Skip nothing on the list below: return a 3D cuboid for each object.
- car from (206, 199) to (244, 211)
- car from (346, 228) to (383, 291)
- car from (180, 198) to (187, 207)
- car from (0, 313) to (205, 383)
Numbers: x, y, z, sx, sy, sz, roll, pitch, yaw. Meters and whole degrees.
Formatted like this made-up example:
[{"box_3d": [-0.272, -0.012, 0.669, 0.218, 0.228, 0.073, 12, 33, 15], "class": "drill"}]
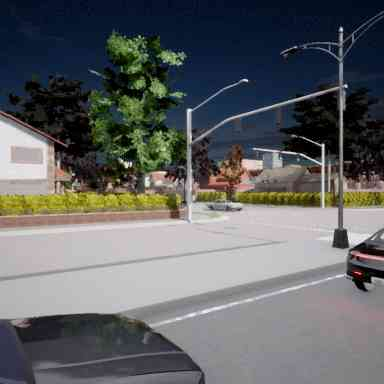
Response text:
[{"box_3d": [3.780, 1.505, 38.442, 1.895, 1.301, 4.718, 0, 0, -36], "class": "car"}, {"box_3d": [5.524, 1.474, 7.671, 4.902, 1.511, 2.128, 0, 0, -35], "class": "car"}, {"box_3d": [-2.103, 1.483, 46.613, 1.895, 1.301, 4.718, 0, 0, -36], "class": "car"}, {"box_3d": [-2.418, 1.543, 2.021, 5.357, 1.411, 2.033, 0, 0, -36], "class": "car"}]
